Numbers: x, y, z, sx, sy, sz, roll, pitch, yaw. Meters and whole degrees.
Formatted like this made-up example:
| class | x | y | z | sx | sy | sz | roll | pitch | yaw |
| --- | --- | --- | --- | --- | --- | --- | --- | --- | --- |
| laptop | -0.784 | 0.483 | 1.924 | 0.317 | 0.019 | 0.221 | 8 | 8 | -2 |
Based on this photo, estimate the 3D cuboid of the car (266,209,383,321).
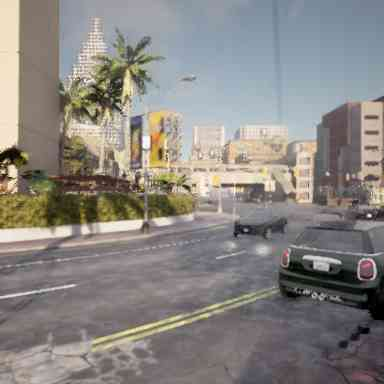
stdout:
| class | x | y | z | sx | sy | sz | roll | pitch | yaw |
| --- | --- | --- | --- | --- | --- | --- | --- | --- | --- |
| car | 3.966 | 1.443 | 7.795 | 4.553 | 1.767 | 2.097 | 1 | -1 | -44 |

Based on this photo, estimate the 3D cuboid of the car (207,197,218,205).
| class | x | y | z | sx | sy | sz | roll | pitch | yaw |
| --- | --- | --- | --- | --- | --- | --- | --- | --- | --- |
| car | 5.412 | 2.341 | 83.327 | 2.097 | 1.535 | 5.008 | 0 | -1 | -2 |

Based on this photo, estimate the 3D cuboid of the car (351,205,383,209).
| class | x | y | z | sx | sy | sz | roll | pitch | yaw |
| --- | --- | --- | --- | --- | --- | --- | --- | --- | --- |
| car | 15.641 | 1.880 | 30.714 | 1.812 | 1.442 | 4.674 | 0 | -1 | 12 |

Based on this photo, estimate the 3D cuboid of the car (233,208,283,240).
| class | x | y | z | sx | sy | sz | roll | pitch | yaw |
| --- | --- | --- | --- | --- | --- | --- | --- | --- | --- |
| car | 4.024 | 1.686 | 18.938 | 1.882 | 1.535 | 5.008 | 0 | -1 | 31 |

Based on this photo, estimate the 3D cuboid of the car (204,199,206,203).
| class | x | y | z | sx | sy | sz | roll | pitch | yaw |
| --- | --- | --- | --- | --- | --- | --- | --- | --- | --- |
| car | 5.122 | 2.280 | 89.748 | 2.185 | 1.767 | 4.553 | 0 | -1 | -2 |
